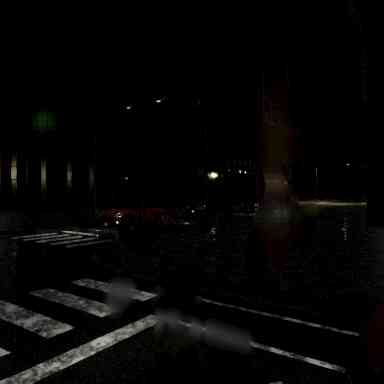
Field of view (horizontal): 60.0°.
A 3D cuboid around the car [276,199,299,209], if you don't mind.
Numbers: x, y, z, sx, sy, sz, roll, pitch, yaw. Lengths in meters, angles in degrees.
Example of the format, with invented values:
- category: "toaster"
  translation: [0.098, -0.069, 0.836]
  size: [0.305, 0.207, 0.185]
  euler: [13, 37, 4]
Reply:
- category: "car"
  translation: [13.124, 1.624, 45.650]
  size: [1.994, 1.385, 4.181]
  euler: [0, 0, 36]

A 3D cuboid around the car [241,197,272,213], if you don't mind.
- category: "car"
  translation: [7.390, 1.399, 37.717]
  size: [2.097, 1.767, 4.553]
  euler: [0, 0, 36]

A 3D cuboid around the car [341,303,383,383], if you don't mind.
- category: "car"
  translation: [3.534, 1.221, 1.168]
  size: [5.566, 2.045, 2.150]
  euler: [0, 0, 36]

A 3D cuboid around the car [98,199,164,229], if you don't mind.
- category: "car"
  translation: [-3.920, 1.377, 21.976]
  size: [2.097, 1.767, 4.553]
  euler: [0, 0, 35]

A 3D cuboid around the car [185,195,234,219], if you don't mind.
- category: "car"
  translation: [1.686, 1.257, 29.801]
  size: [2.150, 2.045, 5.566]
  euler: [0, 0, 36]
